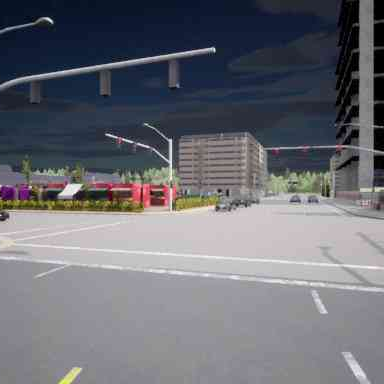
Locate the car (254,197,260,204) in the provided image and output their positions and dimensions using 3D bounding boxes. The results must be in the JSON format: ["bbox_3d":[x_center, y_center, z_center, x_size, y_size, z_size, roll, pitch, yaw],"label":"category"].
[{"bbox_3d":[11.310,1.564,61.072,1.994,1.385,4.181,0,0,19],"label":"car"}]

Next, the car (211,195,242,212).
[{"bbox_3d":[4.116,1.491,39.756,2.128,1.511,4.902,0,0,19],"label":"car"}]

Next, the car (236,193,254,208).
[{"bbox_3d":[7.485,1.221,49.780,2.150,2.045,5.566,0,0,18],"label":"car"}]

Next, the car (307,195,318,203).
[{"bbox_3d":[24.729,1.541,67.801,2.033,1.411,5.357,0,0,19],"label":"car"}]

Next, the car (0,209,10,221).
[{"bbox_3d":[-16.477,1.619,26.074,4.181,1.385,1.994,0,0,19],"label":"car"}]

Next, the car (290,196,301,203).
[{"bbox_3d":[21.519,1.555,69.236,1.994,1.385,4.181,0,0,19],"label":"car"}]

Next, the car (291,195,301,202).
[{"bbox_3d":[24.596,1.540,78.461,2.033,1.411,5.357,0,0,19],"label":"car"}]

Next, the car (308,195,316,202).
[{"bbox_3d":[28.018,1.524,77.657,1.812,1.442,4.674,0,0,19],"label":"car"}]
